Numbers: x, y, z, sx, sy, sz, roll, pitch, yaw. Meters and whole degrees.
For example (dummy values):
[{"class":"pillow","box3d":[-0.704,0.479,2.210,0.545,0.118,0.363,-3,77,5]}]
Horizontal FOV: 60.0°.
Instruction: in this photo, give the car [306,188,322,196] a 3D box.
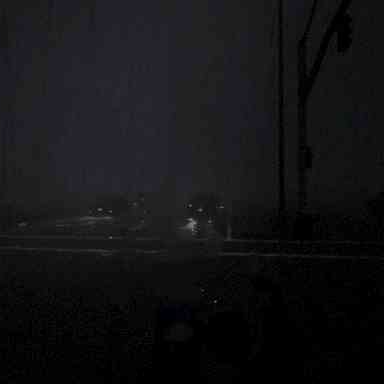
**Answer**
[{"class":"car","box3d":[19.538,-0.078,54.084,1.895,1.301,4.718,-1,2,7]}]

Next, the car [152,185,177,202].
[{"class":"car","box3d":[-3.881,0.132,43.445,2.150,2.045,5.566,-1,2,7]}]

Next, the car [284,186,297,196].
[{"class":"car","box3d":[16.135,-0.182,55.079,1.882,1.535,5.008,-1,2,7]}]

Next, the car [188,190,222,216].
[{"class":"car","box3d":[0.833,0.843,24.075,2.128,1.511,4.902,-1,2,7]}]

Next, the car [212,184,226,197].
[{"class":"car","box3d":[4.519,-0.278,54.877,2.150,2.045,5.566,-1,2,7]}]

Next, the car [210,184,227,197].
[{"class":"car","box3d":[3.251,0.017,44.184,2.150,2.045,5.566,-1,2,7]}]

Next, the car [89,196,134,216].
[{"class":"car","box3d":[-6.108,0.986,24.946,1.994,1.385,4.181,-1,2,7]}]

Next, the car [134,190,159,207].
[{"class":"car","box3d":[-5.067,0.783,33.635,1.895,1.301,4.718,-1,2,7]}]

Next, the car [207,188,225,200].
[{"class":"car","box3d":[1.992,0.632,33.752,2.033,1.411,5.357,-1,2,7]}]

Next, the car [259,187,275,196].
[{"class":"car","box3d":[12.627,-0.016,55.221,1.895,1.301,4.718,-1,2,7]}]

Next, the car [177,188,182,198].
[{"class":"car","box3d":[-2.708,0.125,53.481,2.128,1.511,4.902,-1,2,7]}]

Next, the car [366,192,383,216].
[{"class":"car","box3d":[12.084,0.670,19.602,2.097,1.767,4.553,-1,2,7]}]
